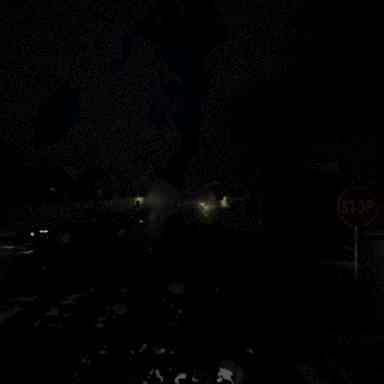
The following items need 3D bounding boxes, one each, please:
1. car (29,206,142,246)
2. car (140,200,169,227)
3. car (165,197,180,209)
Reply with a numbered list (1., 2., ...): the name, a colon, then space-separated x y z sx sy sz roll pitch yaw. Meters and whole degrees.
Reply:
1. car: -4.997 1.532 15.639 1.837 1.490 4.892 0 0 43
2. car: -3.019 1.558 23.084 1.812 1.442 4.674 0 0 3
3. car: -3.085 1.604 46.887 1.882 1.535 5.008 0 0 0
